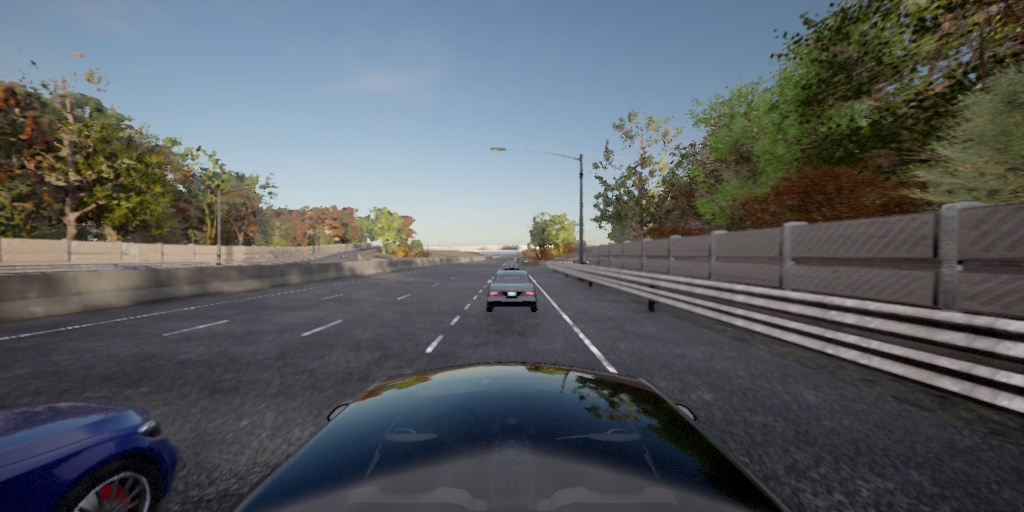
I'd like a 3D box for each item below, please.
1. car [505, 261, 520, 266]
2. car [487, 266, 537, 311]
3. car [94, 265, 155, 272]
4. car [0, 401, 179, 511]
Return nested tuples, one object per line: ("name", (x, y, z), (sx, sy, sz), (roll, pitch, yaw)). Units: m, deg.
("car", (0.035, 1.295, 44.926), (2.033, 1.411, 5.357), (0, 0, 2))
("car", (-0.006, 1.290, 14.274), (2.033, 1.411, 5.357), (0, 0, 0))
("car", (-24.603, 1.292, 22.704), (2.033, 1.411, 5.357), (0, 0, 0))
("car", (-3.400, 1.277, 0.680), (1.812, 1.442, 4.674), (0, 0, 0))
